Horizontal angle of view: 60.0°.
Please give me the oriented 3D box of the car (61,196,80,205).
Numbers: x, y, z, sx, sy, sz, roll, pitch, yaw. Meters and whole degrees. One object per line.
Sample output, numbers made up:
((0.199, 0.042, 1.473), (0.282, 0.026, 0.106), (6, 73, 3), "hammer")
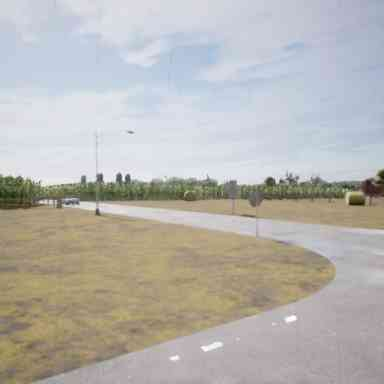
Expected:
((-18.420, 1.275, 50.073), (1.895, 1.301, 4.718), (-1, 1, -35), "car")
